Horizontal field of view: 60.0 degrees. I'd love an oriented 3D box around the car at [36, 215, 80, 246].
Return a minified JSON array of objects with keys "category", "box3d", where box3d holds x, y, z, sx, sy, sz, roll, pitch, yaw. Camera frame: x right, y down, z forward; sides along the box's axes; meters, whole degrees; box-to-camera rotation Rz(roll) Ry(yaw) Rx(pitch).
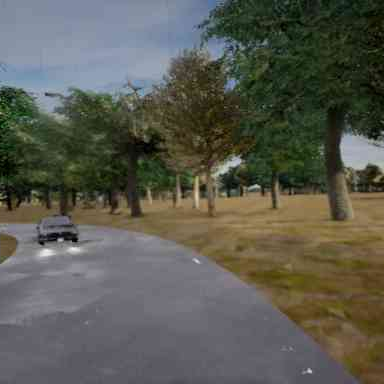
[{"category":"car","box3d":[-7.474,2.014,18.336,2.033,1.411,5.357,-1,-1,-26]}]
